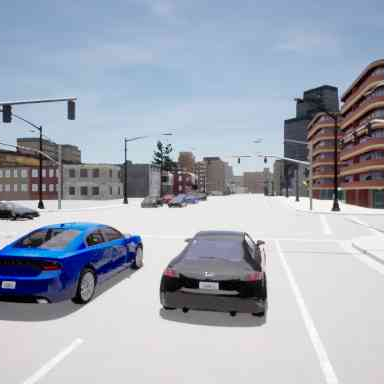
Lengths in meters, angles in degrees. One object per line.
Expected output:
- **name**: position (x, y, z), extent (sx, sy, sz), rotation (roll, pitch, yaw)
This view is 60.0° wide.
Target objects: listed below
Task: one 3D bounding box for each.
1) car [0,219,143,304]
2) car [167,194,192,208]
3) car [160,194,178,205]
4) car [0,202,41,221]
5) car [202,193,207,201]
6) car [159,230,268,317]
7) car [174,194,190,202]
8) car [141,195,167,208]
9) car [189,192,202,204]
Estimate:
- **car**: position (-2.745, 1.478, 8.271), extent (1.882, 1.535, 5.008), rotation (0, 0, 11)
- **car**: position (-1.909, 1.409, 46.874), extent (2.033, 1.411, 5.357), rotation (0, 1, 11)
- **car**: position (-3.781, 1.226, 55.464), extent (1.882, 1.535, 5.008), rotation (0, 1, 11)
- **car**: position (-14.711, 1.547, 26.745), extent (5.357, 1.411, 2.033), rotation (0, 0, 25)
- **car**: position (1.890, 1.052, 66.101), extent (1.837, 1.490, 4.892), rotation (0, 1, 12)
- **car**: position (0.692, 1.564, 7.624), extent (1.994, 1.385, 4.181), rotation (0, 0, 12)
- **car**: position (-1.872, 1.125, 65.114), extent (2.033, 1.411, 5.357), rotation (0, 1, 11)
- **car**: position (-5.545, 1.230, 46.498), extent (2.097, 1.767, 4.553), rotation (0, 1, 11)
- **car**: position (-0.072, 1.249, 56.279), extent (1.812, 1.442, 4.674), rotation (0, 1, 11)
